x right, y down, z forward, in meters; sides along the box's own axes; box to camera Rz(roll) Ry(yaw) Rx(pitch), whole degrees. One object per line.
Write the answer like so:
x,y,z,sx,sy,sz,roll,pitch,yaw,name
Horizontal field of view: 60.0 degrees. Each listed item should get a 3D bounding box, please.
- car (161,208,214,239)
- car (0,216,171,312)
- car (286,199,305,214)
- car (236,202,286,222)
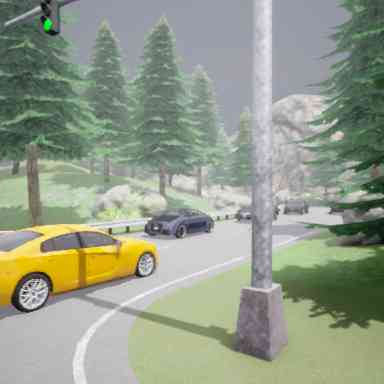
-0.574,1.550,17.472,1.994,1.385,4.181,0,0,35,car
-2.876,1.516,7.888,1.882,1.535,5.008,0,-1,35,car
10.754,1.493,34.149,1.837,1.490,4.892,0,0,28,car
5.120,1.479,25.626,2.128,1.511,4.902,0,0,35,car
